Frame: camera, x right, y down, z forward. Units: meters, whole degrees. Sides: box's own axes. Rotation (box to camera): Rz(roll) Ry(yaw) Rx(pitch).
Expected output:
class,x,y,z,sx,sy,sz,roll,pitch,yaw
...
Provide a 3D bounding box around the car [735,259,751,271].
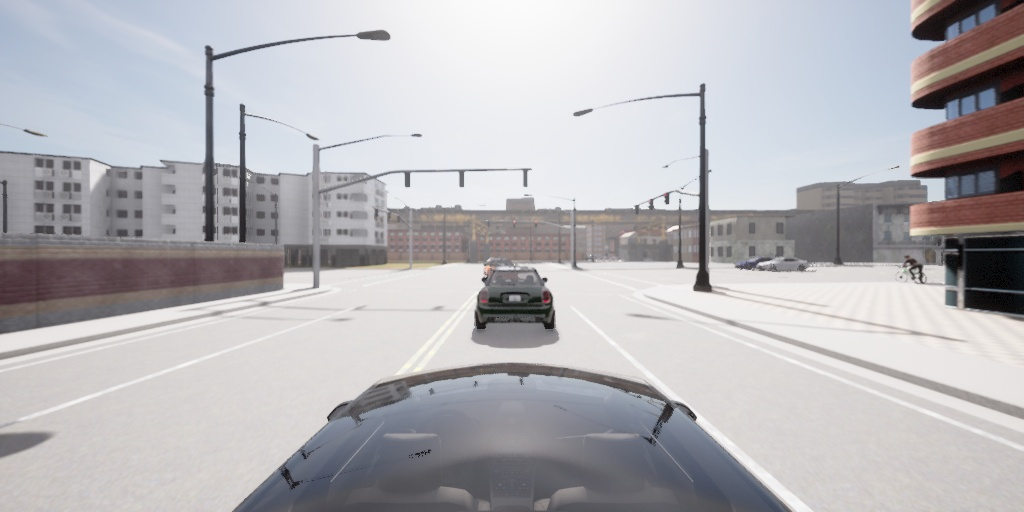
class,x,y,z,sx,sy,sz,roll,pitch,yaw
car,27.667,0.850,40.261,4.674,1.442,1.812,-1,0,1

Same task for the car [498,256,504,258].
class,x,y,z,sx,sy,sz,roll,pitch,yaw
car,-0.971,0.980,26.124,2.097,1.767,4.553,0,0,-9

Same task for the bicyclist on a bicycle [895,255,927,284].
class,x,y,z,sx,sy,sz,roll,pitch,yaw
bicyclist on a bicycle,22.653,0.773,20.380,0.582,1.620,1.656,-1,0,1

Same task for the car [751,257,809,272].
class,x,y,z,sx,sy,sz,roll,pitch,yaw
car,27.727,0.861,36.772,4.674,1.442,1.812,-1,0,2

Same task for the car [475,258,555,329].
class,x,y,z,sx,sy,sz,roll,pitch,yaw
car,0.083,1.069,11.192,2.097,1.767,4.553,0,0,0
